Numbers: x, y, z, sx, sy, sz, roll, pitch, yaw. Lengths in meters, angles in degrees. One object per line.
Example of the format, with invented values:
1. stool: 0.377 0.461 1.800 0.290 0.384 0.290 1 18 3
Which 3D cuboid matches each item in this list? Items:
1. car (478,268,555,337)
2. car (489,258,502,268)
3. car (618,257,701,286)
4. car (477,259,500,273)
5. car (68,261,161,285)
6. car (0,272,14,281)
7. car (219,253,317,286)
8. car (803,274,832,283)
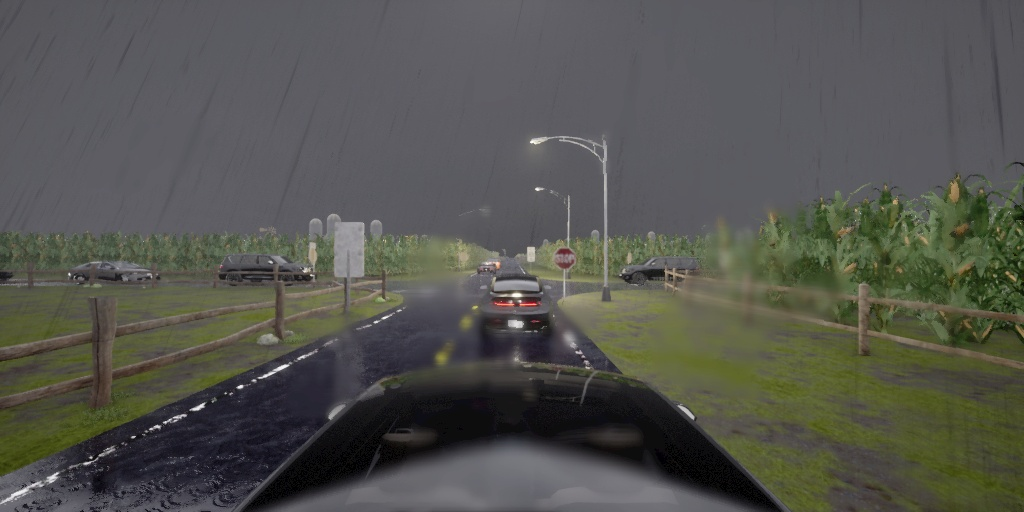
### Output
1. car: 0.111 1.256 10.283 1.837 1.490 4.892 0 0 0
2. car: -2.757 1.086 51.018 2.097 1.767 4.553 0 0 0
3. car: 10.645 1.064 25.981 5.566 2.045 2.150 1 -1 1
4. car: -2.786 1.304 40.928 1.994 1.385 4.181 0 0 0
5. car: -25.873 1.086 23.452 4.902 1.511 2.128 0 -1 1
6. car: -36.151 1.143 23.575 4.718 1.301 1.895 0 -1 1
7. car: -15.823 0.870 23.357 5.566 2.045 2.150 0 -1 0
8. car: 23.256 1.419 25.832 4.902 1.511 2.128 1 -1 1
